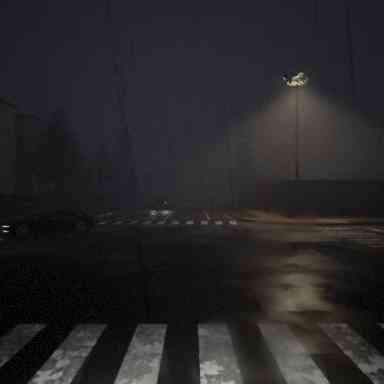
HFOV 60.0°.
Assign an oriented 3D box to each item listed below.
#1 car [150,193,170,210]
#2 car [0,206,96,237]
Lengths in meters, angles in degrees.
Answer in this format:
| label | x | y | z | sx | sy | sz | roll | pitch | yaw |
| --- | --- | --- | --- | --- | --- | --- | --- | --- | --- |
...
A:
| label | x | y | z | sx | sy | sz | roll | pitch | yaw |
| --- | --- | --- | --- | --- | --- | --- | --- | --- | --- |
| car | -4.013 | 1.211 | 42.798 | 2.150 | 2.045 | 5.566 | 0 | 2 | 0 |
| car | -7.722 | 1.566 | 18.100 | 4.892 | 1.490 | 1.837 | 0 | 4 | -39 |
